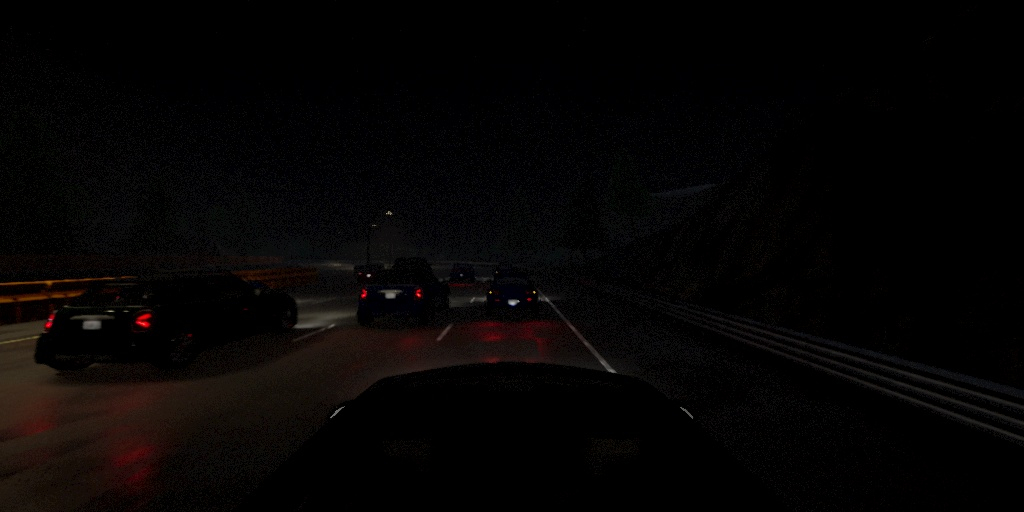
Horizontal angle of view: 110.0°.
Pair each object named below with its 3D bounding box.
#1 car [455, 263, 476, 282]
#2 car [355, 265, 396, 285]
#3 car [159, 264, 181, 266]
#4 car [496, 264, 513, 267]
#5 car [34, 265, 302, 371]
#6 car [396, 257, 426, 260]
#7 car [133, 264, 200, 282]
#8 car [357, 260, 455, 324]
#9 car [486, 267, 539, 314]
[{"bbox_3d":[-4.200,1.357,30.849,1.882,1.535,5.008,0,0,-4],"label":"car"},{"bbox_3d":[-11.114,1.481,29.468,1.994,1.385,4.181,0,0,-4],"label":"car"},{"bbox_3d":[-10.486,1.203,12.310,2.097,1.767,4.553,0,0,0],"label":"car"},{"bbox_3d":[-0.611,1.379,29.707,1.812,1.442,4.674,0,0,-4],"label":"car"},{"bbox_3d":[-6.967,1.167,8.072,2.097,1.767,4.553,0,0,0],"label":"car"},{"bbox_3d":[-7.426,1.109,27.120,2.150,2.045,5.566,0,0,-3],"label":"car"},{"bbox_3d":[-32.871,1.557,34.392,2.128,1.511,4.902,0,0,-7],"label":"car"},{"bbox_3d":[-3.486,1.161,12.378,2.097,1.767,4.553,0,0,0],"label":"car"},{"bbox_3d":[0.002,1.319,13.849,1.812,1.442,4.674,0,0,0],"label":"car"}]
